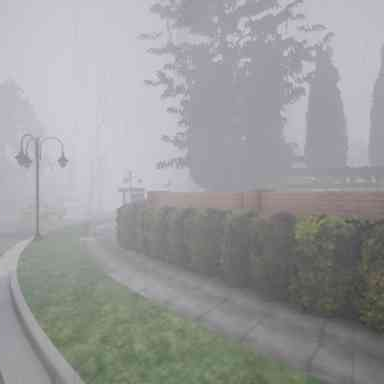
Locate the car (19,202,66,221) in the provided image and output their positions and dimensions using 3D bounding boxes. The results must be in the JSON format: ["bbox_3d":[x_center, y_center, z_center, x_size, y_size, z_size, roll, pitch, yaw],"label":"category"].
[{"bbox_3d":[-13.391,1.698,30.203,1.801,1.575,5.366,0,-1,7],"label":"car"}]
